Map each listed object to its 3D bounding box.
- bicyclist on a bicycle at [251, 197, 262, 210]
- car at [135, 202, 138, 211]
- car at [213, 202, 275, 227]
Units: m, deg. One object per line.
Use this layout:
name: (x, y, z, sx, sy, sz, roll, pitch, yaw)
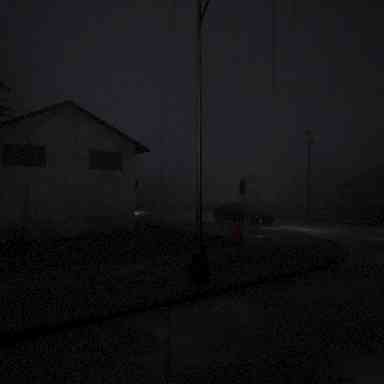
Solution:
bicyclist on a bicycle: (6.488, 1.348, 33.700, 1.656, 1.620, 0.582, 0, 0, -36)
car: (-8.275, 1.352, 39.903, 2.097, 1.767, 4.553, 0, 0, -35)
car: (3.544, 1.478, 23.385, 1.882, 1.535, 5.008, 0, 0, -36)
